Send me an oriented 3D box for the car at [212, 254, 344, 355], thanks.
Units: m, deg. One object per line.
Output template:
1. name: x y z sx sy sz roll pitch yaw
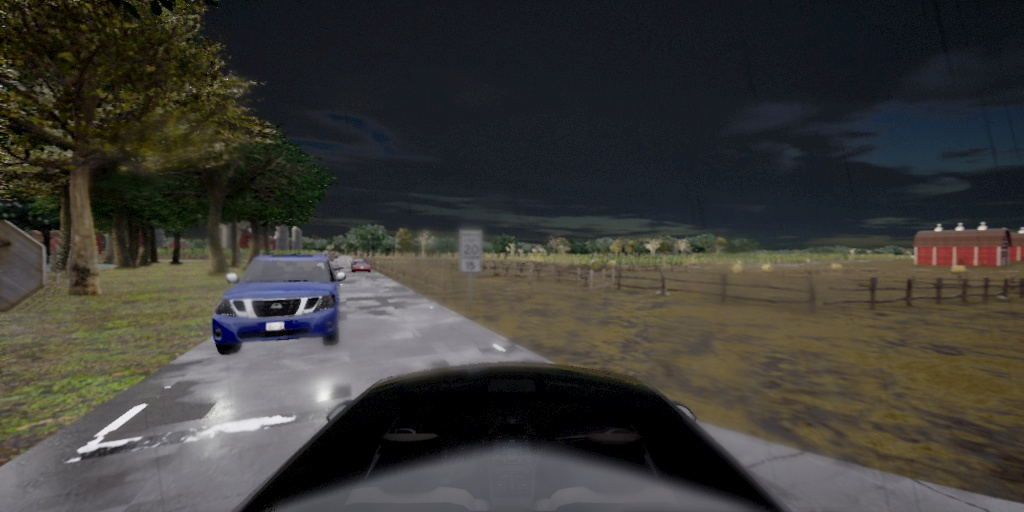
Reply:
1. car: -5.636 0.971 9.283 2.150 2.045 5.566 0 0 -25

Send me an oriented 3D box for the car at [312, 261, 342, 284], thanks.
1. car: -14.260 1.214 27.826 1.837 1.490 4.892 0 0 -25

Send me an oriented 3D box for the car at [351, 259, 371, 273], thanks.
1. car: -17.598 1.234 41.925 1.994 1.385 4.181 0 0 -24

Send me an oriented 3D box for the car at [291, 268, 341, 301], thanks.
1. car: -9.871 1.333 18.368 1.895 1.301 4.718 0 0 -25
